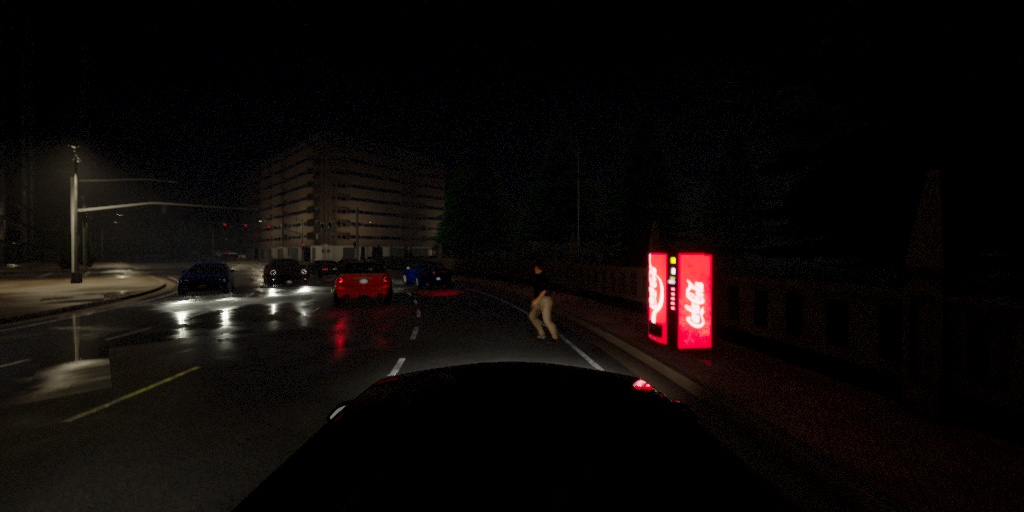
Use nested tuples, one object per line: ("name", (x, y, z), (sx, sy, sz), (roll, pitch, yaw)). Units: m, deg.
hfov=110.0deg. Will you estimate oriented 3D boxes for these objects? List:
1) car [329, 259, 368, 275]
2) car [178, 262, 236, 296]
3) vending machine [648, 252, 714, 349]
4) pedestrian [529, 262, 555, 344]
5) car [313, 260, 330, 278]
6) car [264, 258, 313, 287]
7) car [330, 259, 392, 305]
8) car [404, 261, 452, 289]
("car", (-16.213, 1.010, 35.440), (4.674, 1.442, 1.812), (0, 1, 42))
("car", (-15.822, 1.097, 18.796), (1.882, 1.535, 5.008), (0, 0, -34))
("vending machine", (3.507, 0.896, 7.544), (1.100, 2.100, 0.880), (0, 0, -8))
("pedestrian", (0.660, 0.993, 7.868), (0.375, 1.860, 0.375), (0, 0, -8))
("car", (-15.849, 1.075, 30.127), (5.357, 1.411, 2.033), (0, 1, 45))
("car", (-14.446, 0.938, 22.846), (2.097, 1.767, 4.553), (0, 1, -38))
("car", (-6.431, 0.990, 15.785), (2.097, 1.767, 4.553), (0, 0, -20))
("car", (-5.234, 1.066, 21.858), (1.882, 1.535, 5.008), (0, 1, -29))
